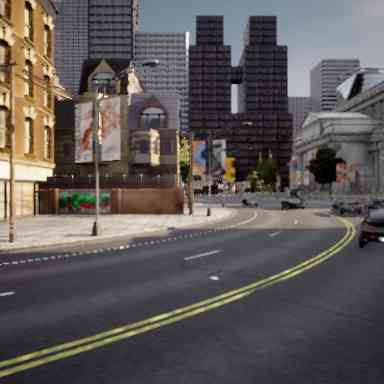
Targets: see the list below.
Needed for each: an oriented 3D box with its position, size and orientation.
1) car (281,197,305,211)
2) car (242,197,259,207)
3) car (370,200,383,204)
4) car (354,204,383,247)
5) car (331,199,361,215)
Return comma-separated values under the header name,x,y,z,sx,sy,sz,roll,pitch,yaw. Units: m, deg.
name,x,y,z,sx,sy,sz,roll,pitch,yaw
car,12.128,1.431,40.157,1.882,1.535,5.008,0,0,2
car,8.774,1.454,50.208,2.128,1.511,4.902,0,0,0
car,18.735,1.486,32.707,2.033,1.411,5.357,0,0,8
car,8.348,1.478,14.262,1.837,1.490,4.892,1,0,32
car,15.124,1.439,32.818,2.128,1.511,4.902,0,0,10
